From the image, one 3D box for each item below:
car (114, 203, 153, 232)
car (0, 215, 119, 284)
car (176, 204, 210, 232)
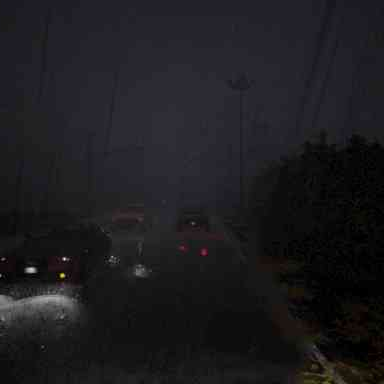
[{"bbox_3d":[-3.546,1.468,20.381,1.882,1.535,5.008,0,0,0],"label":"car"},{"bbox_3d":[-3.609,1.561,9.432,1.994,1.385,4.181,0,0,0],"label":"car"},{"bbox_3d":[0.076,1.480,20.166,2.128,1.511,4.902,0,0,0],"label":"car"}]
